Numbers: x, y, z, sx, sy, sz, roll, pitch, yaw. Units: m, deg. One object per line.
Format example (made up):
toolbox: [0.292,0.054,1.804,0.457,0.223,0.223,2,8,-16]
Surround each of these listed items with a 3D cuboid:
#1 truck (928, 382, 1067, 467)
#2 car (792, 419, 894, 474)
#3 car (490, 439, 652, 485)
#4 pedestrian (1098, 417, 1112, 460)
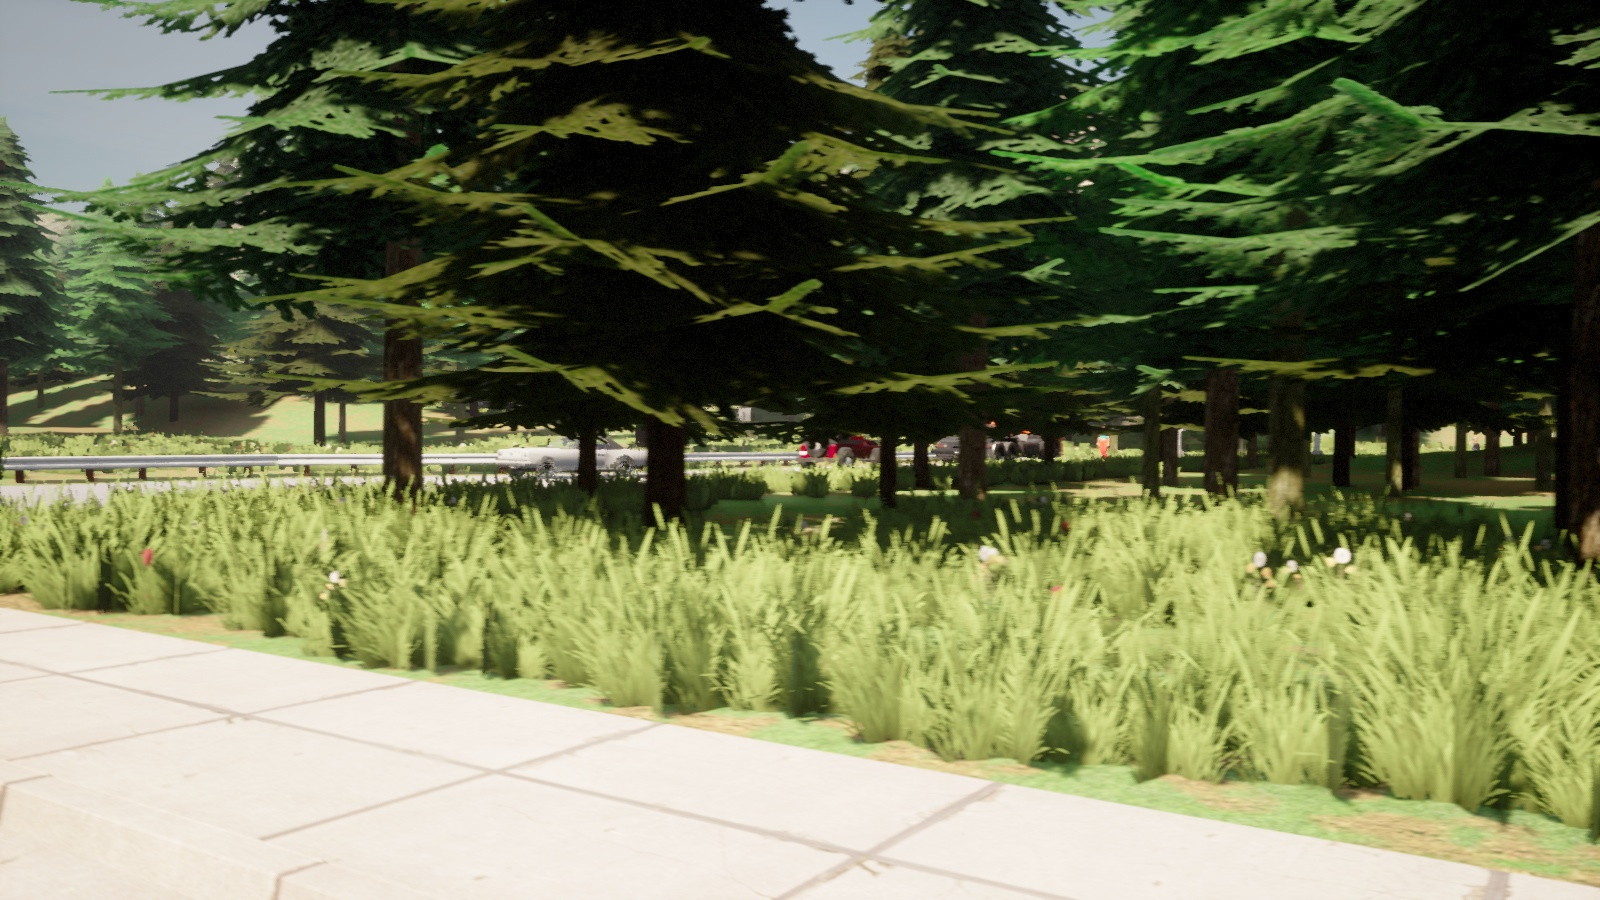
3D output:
truck: [8.883,-1.117,55.625,2.891,3.462,7.936,0,1,35]
car: [1.582,-0.129,45.008,1.905,1.878,3.866,0,1,34]
car: [-7.106,0.333,39.318,4.718,1.301,1.895,-1,1,-44]
pedestrian: [13.389,-0.507,55.147,0.345,1.836,0.594,0,1,38]
